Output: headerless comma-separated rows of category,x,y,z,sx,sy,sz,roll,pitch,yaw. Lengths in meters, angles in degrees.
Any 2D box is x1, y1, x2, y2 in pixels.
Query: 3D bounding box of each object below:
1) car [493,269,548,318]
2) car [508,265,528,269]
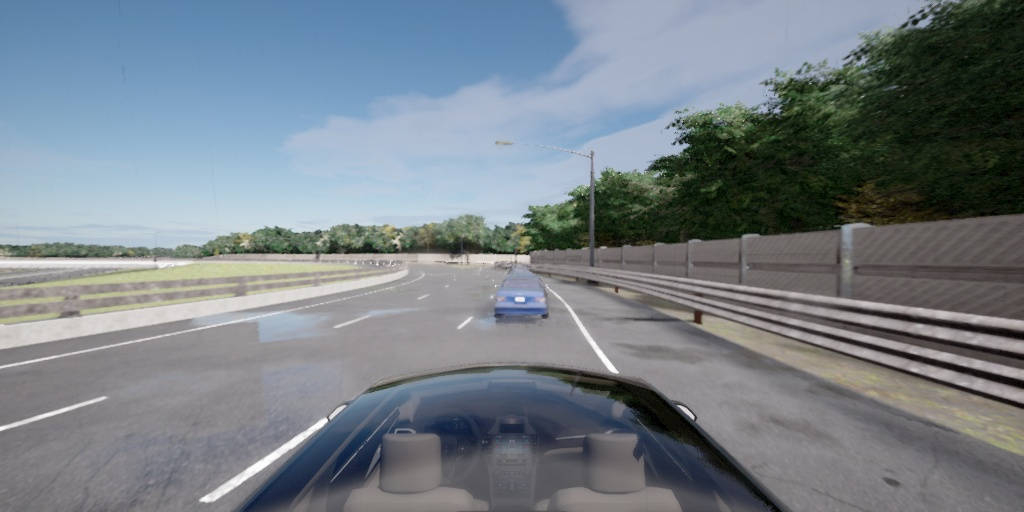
car,0.384,1.396,13.452,2.033,1.411,5.357,0,0,3
car,0.527,1.501,26.039,2.033,1.411,5.357,0,0,-3
